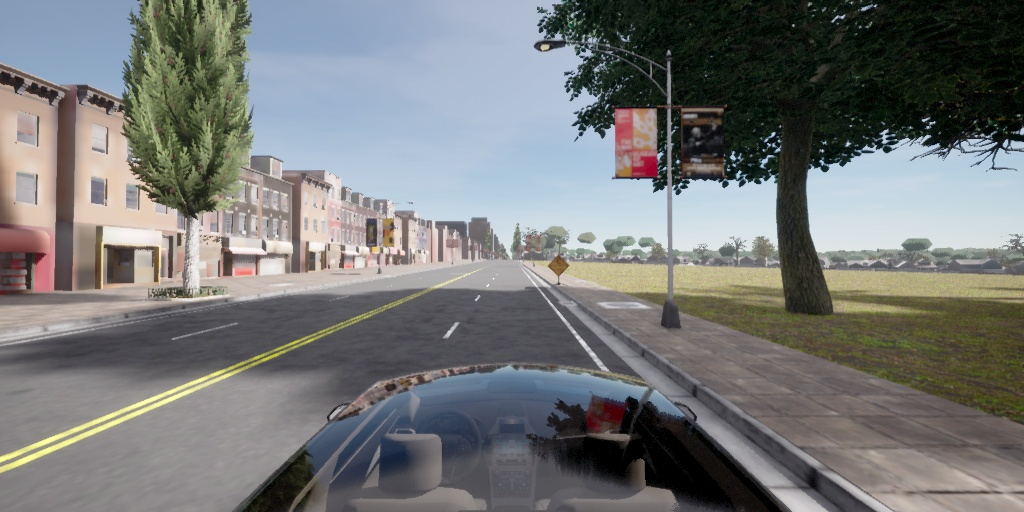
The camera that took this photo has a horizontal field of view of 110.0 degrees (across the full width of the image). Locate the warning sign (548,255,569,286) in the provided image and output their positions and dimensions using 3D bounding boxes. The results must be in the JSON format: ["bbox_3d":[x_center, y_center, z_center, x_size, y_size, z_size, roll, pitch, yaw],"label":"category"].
[{"bbox_3d":[2.850,0.873,21.818,1.300,1.860,1.060,0,0,0],"label":"warning sign"}]
